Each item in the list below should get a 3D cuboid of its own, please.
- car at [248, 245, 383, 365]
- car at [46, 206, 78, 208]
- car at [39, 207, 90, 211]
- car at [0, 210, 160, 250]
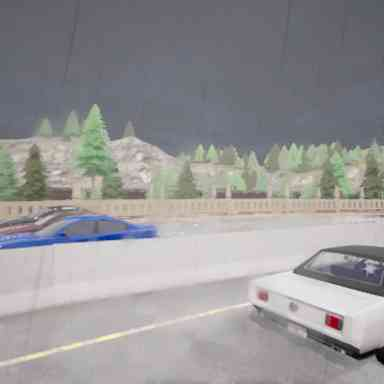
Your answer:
[{"bbox_3d":[3.331,1.604,5.710,4.718,1.301,1.895,0,0,-32],"label":"car"},{"bbox_3d":[-6.630,1.446,16.124,4.892,1.490,1.837,0,0,-33],"label":"car"},{"bbox_3d":[-5.086,1.478,12.974,4.674,1.442,1.812,0,0,-33],"label":"car"},{"bbox_3d":[-3.363,1.443,9.928,5.008,1.535,1.882,0,0,-33],"label":"car"}]
